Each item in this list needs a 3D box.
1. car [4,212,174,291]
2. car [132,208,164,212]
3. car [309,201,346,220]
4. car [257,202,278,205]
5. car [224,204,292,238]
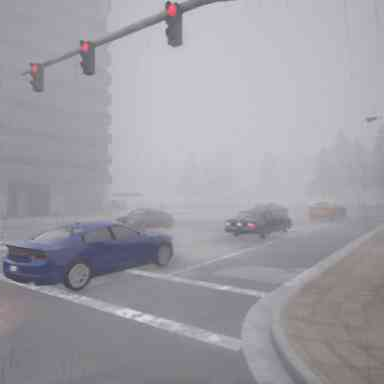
[{"bbox_3d":[-2.563,1.565,9.507,1.882,1.535,5.008,-1,0,36],"label":"car"},{"bbox_3d":[-3.025,1.735,21.142,1.994,1.385,4.181,-1,0,36],"label":"car"},{"bbox_3d":[11.900,1.560,29.072,1.882,1.535,5.008,-1,-1,41],"label":"car"},{"bbox_3d":[6.561,1.618,28.138,2.128,1.511,4.902,-1,-1,36],"label":"car"},{"bbox_3d":[3.757,1.634,18.267,2.033,1.411,5.357,-1,0,36],"label":"car"}]
